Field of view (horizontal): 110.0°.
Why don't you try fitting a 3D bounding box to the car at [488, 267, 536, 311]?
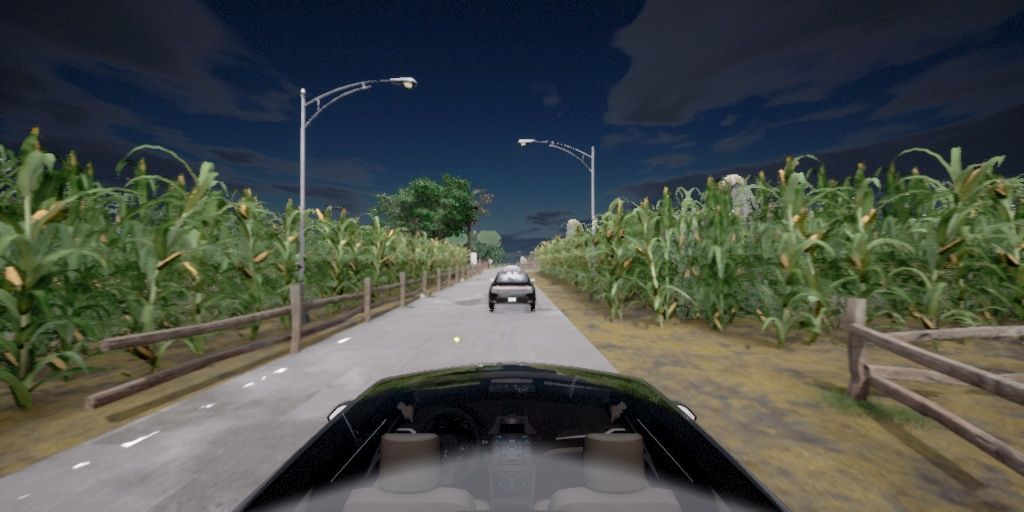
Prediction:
[{"bbox_3d":[0.021,1.385,15.372,2.128,1.511,4.902,0,0,0],"label":"car"}]
